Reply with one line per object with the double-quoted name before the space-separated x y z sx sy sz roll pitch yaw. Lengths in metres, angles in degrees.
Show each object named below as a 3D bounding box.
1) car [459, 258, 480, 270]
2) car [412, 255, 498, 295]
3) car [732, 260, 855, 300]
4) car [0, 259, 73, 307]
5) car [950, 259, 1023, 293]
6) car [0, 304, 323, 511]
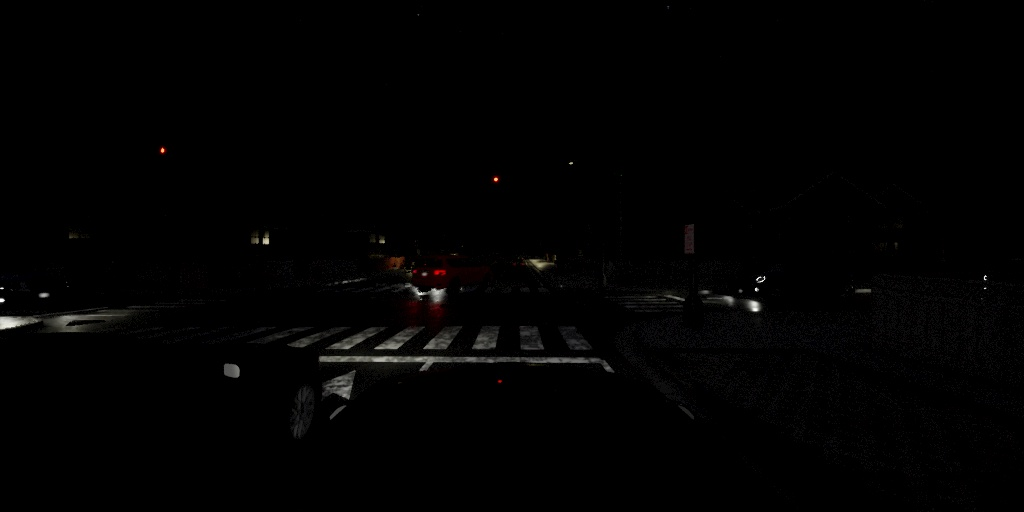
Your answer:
"car" -5.767 1.061 49.419 2.033 1.411 5.357 0 1 2
"car" -3.204 0.957 20.256 2.150 2.045 5.566 2 2 26
"car" 12.647 0.994 16.349 4.553 1.767 2.097 0 0 -1
"car" -20.126 1.121 13.524 5.566 2.045 2.150 0 0 4
"car" 22.720 0.914 16.451 4.553 1.767 2.097 0 0 0
"car" -3.153 1.228 2.192 1.882 1.535 5.008 0 0 1
